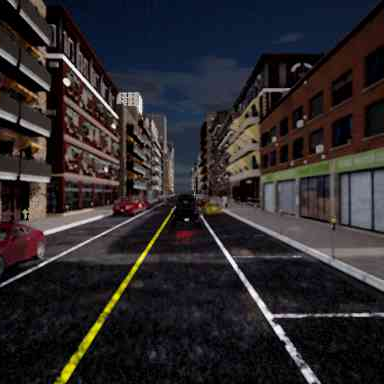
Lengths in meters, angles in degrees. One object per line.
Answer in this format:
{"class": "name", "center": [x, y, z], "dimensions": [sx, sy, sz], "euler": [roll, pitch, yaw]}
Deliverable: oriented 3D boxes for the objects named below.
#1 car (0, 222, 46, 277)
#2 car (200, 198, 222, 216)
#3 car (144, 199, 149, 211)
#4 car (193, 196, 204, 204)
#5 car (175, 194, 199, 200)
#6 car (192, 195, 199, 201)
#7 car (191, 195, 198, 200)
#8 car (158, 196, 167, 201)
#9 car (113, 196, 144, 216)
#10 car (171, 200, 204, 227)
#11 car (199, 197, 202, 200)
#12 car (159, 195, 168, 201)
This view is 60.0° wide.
{"class": "car", "center": [-5.884, 1.612, 10.074], "dimensions": [1.802, 1.307, 4.206], "euler": [0, 0, -1]}
{"class": "car", "center": [2.012, 1.540, 32.958], "dimensions": [1.752, 1.417, 4.829], "euler": [0, 0, -1]}
{"class": "car", "center": [-6.483, 1.490, 38.248], "dimensions": [1.967, 1.590, 4.097], "euler": [0, 0, -1]}
{"class": "car", "center": [1.297, 1.587, 66.598], "dimensions": [2.008, 1.369, 4.403], "euler": [0, 0, -1]}
{"class": "car", "center": [-0.699, 1.251, 38.213], "dimensions": [2.150, 2.045, 5.566], "euler": [0, 0, -1]}
{"class": "car", "center": [0.814, 1.573, 89.307], "dimensions": [1.752, 1.417, 4.829], "euler": [0, 0, -1]}
{"class": "car", "center": [0.697, 1.616, 94.773], "dimensions": [1.947, 1.339, 4.313], "euler": [0, 0, -1]}
{"class": "car", "center": [-7.442, 1.627, 83.328], "dimensions": [2.008, 1.369, 4.403], "euler": [0, 0, -1]}
{"class": "car", "center": [-6.363, 1.361, 32.614], "dimensions": [2.192, 1.841, 5.009], "euler": [0, 0, -1]}
{"class": "car", "center": [-0.376, 1.519, 23.028], "dimensions": [1.837, 1.490, 4.892], "euler": [0, -1, -1]}
{"class": "car", "center": [1.776, 1.567, 44.058], "dimensions": [1.887, 1.381, 4.507], "euler": [0, 0, -1]}
{"class": "car", "center": [-7.562, 1.629, 88.964], "dimensions": [2.008, 1.369, 4.403], "euler": [0, 0, -1]}
